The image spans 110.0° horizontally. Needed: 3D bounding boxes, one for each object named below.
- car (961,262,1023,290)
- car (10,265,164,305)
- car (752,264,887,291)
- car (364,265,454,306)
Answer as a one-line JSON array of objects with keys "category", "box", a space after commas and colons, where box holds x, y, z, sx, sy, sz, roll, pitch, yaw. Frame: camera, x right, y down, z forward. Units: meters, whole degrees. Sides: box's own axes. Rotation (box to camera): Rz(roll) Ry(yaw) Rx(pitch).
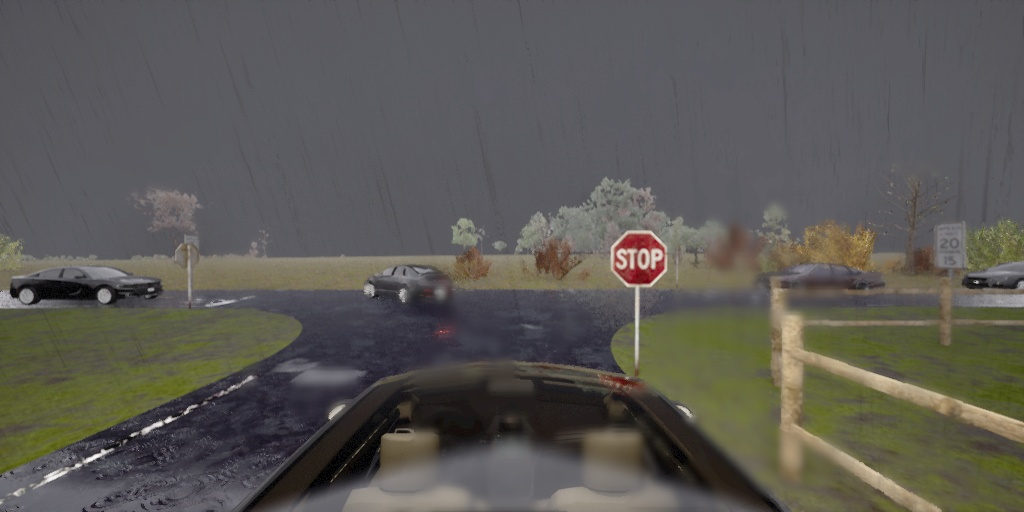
[{"category": "car", "box": [25.016, 1.014, 17.434, 4.892, 1.490, 1.837, 0, 1, 1]}, {"category": "car", "box": [-17.397, 1.124, 14.826, 5.008, 1.535, 1.882, 0, 1, 1]}, {"category": "car", "box": [14.904, 1.077, 17.522, 5.357, 1.411, 2.033, 0, 1, 0]}, {"category": "car", "box": [-4.430, 1.111, 15.066, 4.892, 1.490, 1.837, 0, -1, 43]}]
